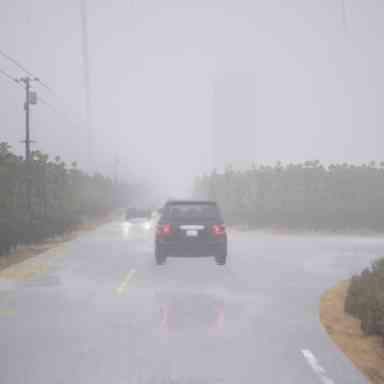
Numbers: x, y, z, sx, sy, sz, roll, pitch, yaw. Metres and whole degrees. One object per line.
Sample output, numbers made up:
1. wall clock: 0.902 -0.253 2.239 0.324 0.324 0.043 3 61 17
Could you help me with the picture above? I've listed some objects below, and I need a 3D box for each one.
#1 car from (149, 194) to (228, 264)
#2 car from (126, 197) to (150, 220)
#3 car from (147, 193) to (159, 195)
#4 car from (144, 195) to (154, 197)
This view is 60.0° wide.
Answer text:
1. car: -0.064 1.194 11.783 2.150 2.045 5.566 0 0 -1
2. car: -4.271 1.408 27.433 1.882 1.535 5.008 0 0 -4
3. car: -5.730 1.100 48.687 2.150 2.045 5.566 0 0 -1
4. car: -5.112 1.382 37.791 1.882 1.535 5.008 0 0 -5
